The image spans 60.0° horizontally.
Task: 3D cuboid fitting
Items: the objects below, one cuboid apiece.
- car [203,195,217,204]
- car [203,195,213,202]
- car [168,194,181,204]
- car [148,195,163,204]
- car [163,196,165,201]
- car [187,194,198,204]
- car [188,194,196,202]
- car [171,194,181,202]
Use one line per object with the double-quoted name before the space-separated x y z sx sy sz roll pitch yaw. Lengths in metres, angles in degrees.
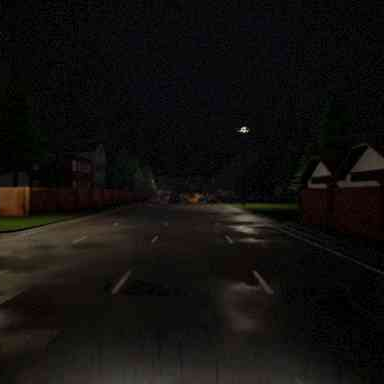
"car" 3.564 1.525 61.195 1.895 1.301 4.718 0 0 1
"car" 3.520 1.312 71.989 1.994 1.385 4.181 0 0 0
"car" -3.428 1.487 62.164 1.994 1.385 4.181 0 0 1
"car" -6.936 1.526 61.188 1.895 1.301 4.718 0 0 1
"car" -6.980 1.285 71.992 1.812 1.442 4.674 0 0 0
"car" 0.060 1.403 60.821 1.882 1.535 5.008 0 0 1
"car" 0.020 1.260 71.990 1.837 1.490 4.892 0 0 0
"car" -3.480 1.261 71.991 1.837 1.490 4.892 0 0 0
